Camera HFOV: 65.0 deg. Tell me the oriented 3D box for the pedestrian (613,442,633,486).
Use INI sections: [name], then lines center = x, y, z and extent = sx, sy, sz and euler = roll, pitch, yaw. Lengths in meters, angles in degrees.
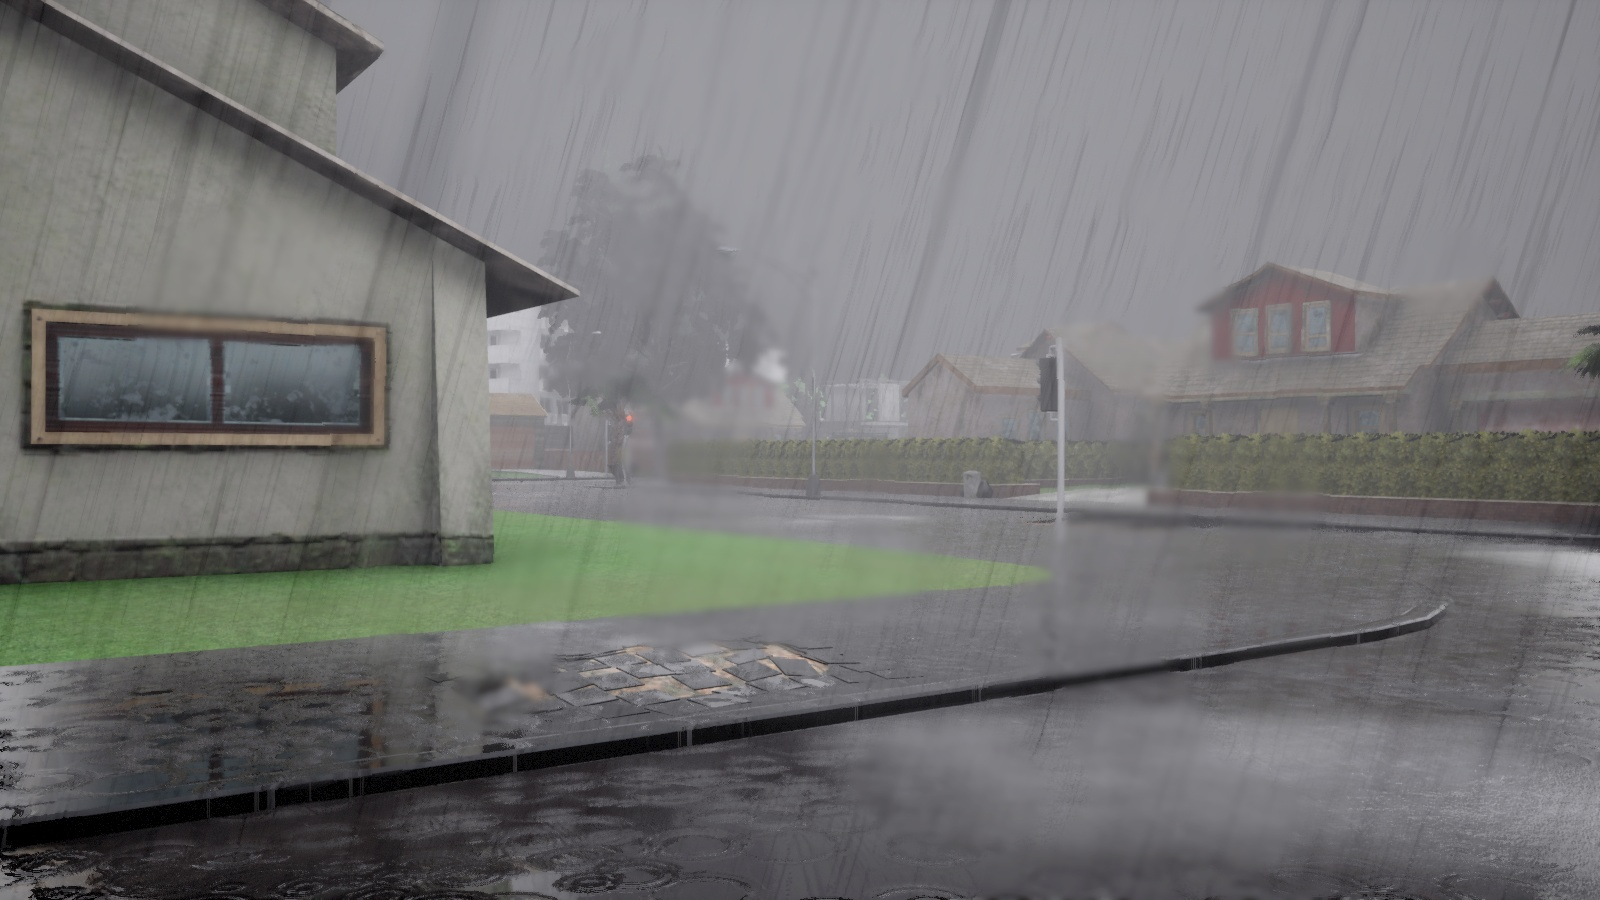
[pedestrian]
center = -7.475, 0.600, 53.078
extent = 0.709, 1.840, 0.431
euler = 0, 0, 10
